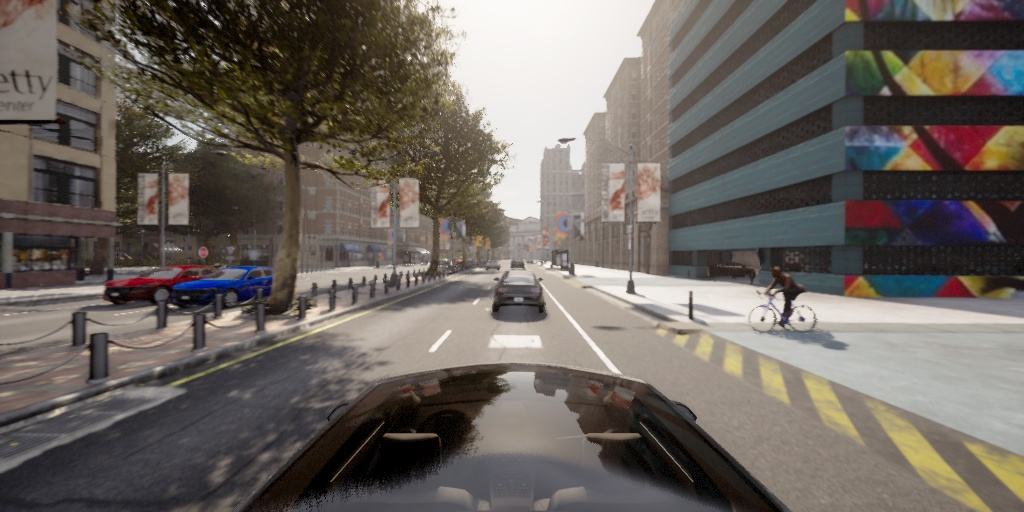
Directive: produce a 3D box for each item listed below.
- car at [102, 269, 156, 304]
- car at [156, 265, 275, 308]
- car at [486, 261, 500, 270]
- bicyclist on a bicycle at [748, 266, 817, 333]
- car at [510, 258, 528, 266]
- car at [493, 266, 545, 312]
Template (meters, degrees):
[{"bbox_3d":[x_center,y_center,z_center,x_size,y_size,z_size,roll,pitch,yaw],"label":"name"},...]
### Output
[{"bbox_3d":[-14.873,1.174,15.976,1.882,1.535,5.008,0,0,1],"label":"car"},{"bbox_3d":[-11.391,1.188,15.055,1.882,1.535,5.008,0,0,1],"label":"car"},{"bbox_3d":[-2.673,1.358,52.296,1.895,1.301,4.718,0,0,1],"label":"car"},{"bbox_3d":[6.581,1.079,8.729,1.656,1.620,0.582,0,0,1],"label":"bicyclist on a bicycle"},{"bbox_3d":[0.842,1.124,53.272,2.097,1.767,4.553,0,0,1],"label":"car"},{"bbox_3d":[0.262,1.281,14.170,1.812,1.442,4.674,0,0,1],"label":"car"}]
